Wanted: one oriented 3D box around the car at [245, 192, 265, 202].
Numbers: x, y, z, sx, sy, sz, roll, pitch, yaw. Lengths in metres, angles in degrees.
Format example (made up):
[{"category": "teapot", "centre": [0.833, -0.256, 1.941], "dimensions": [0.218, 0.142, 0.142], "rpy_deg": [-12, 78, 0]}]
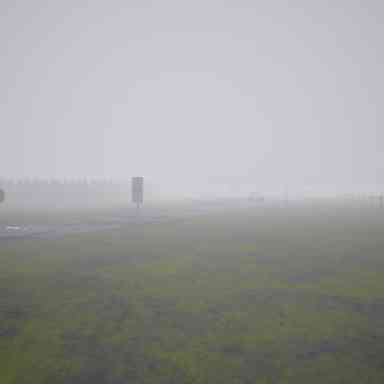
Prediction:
[{"category": "car", "centre": [10.244, 0.760, 54.079], "dimensions": [2.097, 1.767, 4.553], "rpy_deg": [0, 1, 31]}]
